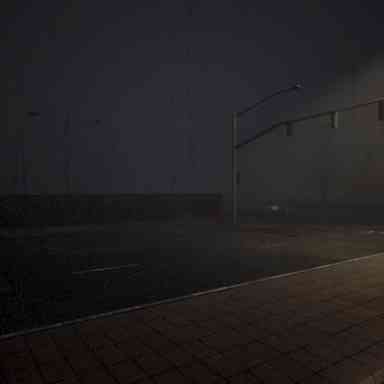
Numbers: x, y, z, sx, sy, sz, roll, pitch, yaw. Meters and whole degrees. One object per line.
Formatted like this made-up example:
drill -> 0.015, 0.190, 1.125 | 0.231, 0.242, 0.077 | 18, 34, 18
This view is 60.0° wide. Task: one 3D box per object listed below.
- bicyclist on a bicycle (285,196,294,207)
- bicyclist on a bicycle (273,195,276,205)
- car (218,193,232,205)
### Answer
bicyclist on a bicycle -> 14.403, 1.453, 49.129 | 1.656, 1.620, 0.582 | 0, 0, -22
bicyclist on a bicycle -> 13.438, 1.300, 54.044 | 0.582, 1.620, 1.656 | 0, 0, 22
car -> 5.233, 1.223, 59.140 | 2.150, 2.045, 5.566 | 0, 0, -34
